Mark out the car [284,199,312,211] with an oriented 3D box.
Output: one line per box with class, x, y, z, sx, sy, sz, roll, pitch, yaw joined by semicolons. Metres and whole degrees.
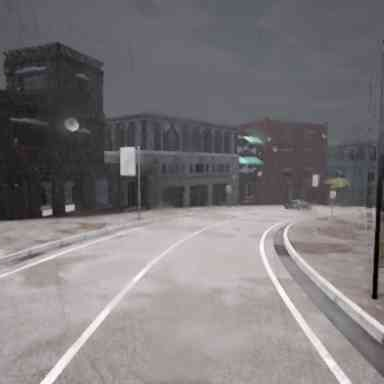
car;13.659;1.662;42.871;4.181;1.385;1.994;2;2;-42
